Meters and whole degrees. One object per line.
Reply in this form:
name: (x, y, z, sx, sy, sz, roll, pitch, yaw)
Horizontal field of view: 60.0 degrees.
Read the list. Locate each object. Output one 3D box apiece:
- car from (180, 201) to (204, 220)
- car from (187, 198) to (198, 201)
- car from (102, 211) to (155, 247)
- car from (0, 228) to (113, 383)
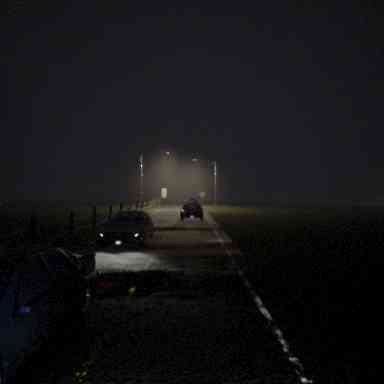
car: (0.013, 1.669, 28.409, 1.895, 1.301, 4.718, 0, 0, 0)
car: (0.037, 1.604, 44.346, 1.837, 1.490, 4.892, 0, 0, 0)
car: (-2.855, 1.587, 15.541, 2.033, 1.411, 5.357, 0, 0, 0)
car: (-2.852, 1.561, 4.813, 2.033, 1.411, 5.357, 0, 0, 0)
